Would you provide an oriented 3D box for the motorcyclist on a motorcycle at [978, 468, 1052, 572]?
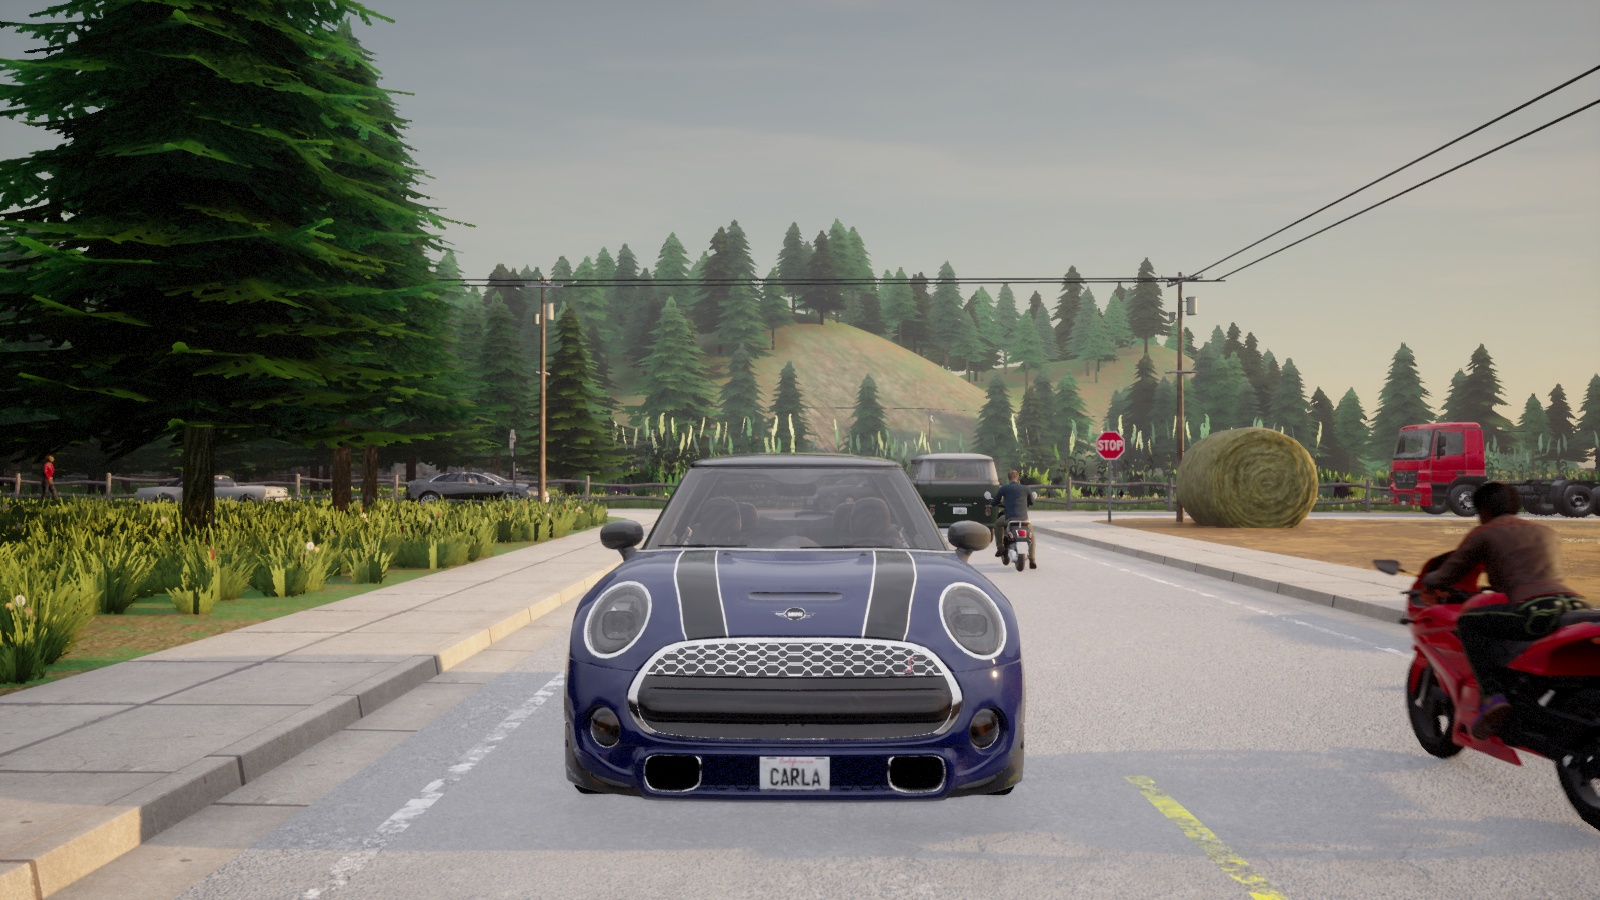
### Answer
[{"bbox_3d":[3.447,1.093,20.245,0.866,1.590,1.817,0,-1,0],"label":"motorcyclist on a motorcycle"}]

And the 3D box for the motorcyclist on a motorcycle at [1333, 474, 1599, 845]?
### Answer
[{"bbox_3d":[3.483,0.887,6.221,0.797,1.523,2.044,0,-1,0],"label":"motorcyclist on a motorcycle"}]

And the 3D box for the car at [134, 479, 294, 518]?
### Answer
[{"bbox_3d":[-20.475,1.699,44.022,4.718,1.301,1.895,0,-1,1],"label":"car"}]

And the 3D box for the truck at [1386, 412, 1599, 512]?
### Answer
[{"bbox_3d":[25.905,0.455,45.448,7.936,3.462,2.891,0,-1,3],"label":"truck"}]

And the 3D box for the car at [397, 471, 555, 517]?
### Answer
[{"bbox_3d":[-11.184,1.512,43.634,4.902,1.511,2.128,0,-1,3],"label":"car"}]

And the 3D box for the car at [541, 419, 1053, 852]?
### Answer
[{"bbox_3d":[-0.021,0.798,7.441,2.097,1.767,4.553,0,-1,0],"label":"car"}]

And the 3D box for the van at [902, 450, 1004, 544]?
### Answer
[{"bbox_3d":[3.424,1.038,28.899,1.775,1.987,4.442,0,-1,0],"label":"van"}]

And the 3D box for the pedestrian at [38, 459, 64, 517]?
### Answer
[{"bbox_3d":[-24.156,1.215,40.481,0.636,1.846,0.331,0,-1,0],"label":"pedestrian"}]
